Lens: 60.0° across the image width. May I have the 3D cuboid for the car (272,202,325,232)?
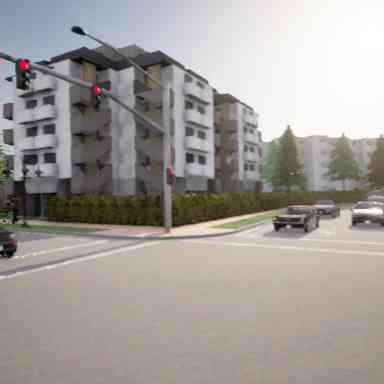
[{"bbox_3d":[6.178,1.487,19.389,1.895,1.301,4.718,-1,0,31],"label":"car"}]

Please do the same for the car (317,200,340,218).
[{"bbox_3d":[10.958,1.361,27.491,1.994,1.385,4.181,-1,0,32],"label":"car"}]

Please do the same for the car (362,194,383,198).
[{"bbox_3d":[16.469,1.198,29.636,1.837,1.490,4.892,-1,0,35],"label":"car"}]

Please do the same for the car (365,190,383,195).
[{"bbox_3d":[23.800,0.780,42.508,5.566,2.045,2.150,-1,0,-37],"label":"car"}]

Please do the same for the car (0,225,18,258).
[{"bbox_3d":[-8.127,1.680,11.986,4.674,1.442,1.812,-1,0,34],"label":"car"}]

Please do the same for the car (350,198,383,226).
[{"bbox_3d":[11.442,1.335,21.603,2.033,1.411,5.357,-1,0,29],"label":"car"}]

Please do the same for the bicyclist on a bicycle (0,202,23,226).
[{"bbox_3d":[-12.564,1.539,23.212,0.582,1.620,1.656,-1,0,31],"label":"bicyclist on a bicycle"}]
